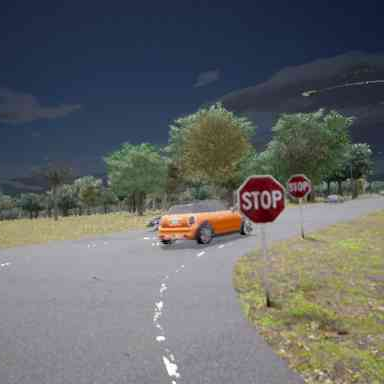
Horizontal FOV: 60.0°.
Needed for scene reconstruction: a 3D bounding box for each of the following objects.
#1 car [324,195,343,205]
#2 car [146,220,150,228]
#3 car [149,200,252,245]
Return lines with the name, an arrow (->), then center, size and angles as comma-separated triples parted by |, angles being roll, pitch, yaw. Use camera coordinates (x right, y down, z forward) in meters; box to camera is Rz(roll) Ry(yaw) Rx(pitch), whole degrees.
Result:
car -> 22.052, 1.159, 51.880 | 1.812, 1.442, 4.674 | -6, -3, 39
car -> -0.792, 1.820, 23.429 | 2.033, 1.411, 5.357 | -6, -3, 39
car -> 0.690, 1.135, 14.155 | 2.097, 1.767, 4.553 | -6, -3, 39
